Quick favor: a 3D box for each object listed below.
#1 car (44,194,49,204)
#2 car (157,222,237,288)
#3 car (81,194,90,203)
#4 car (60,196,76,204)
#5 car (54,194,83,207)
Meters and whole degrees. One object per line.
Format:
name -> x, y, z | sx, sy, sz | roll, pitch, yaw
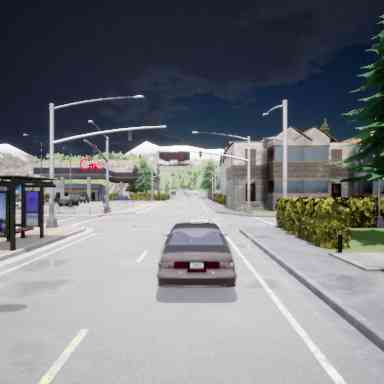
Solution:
car -> -25.847, 1.347, 61.008 | 1.932, 1.855, 4.605 | 0, 0, 0
car -> 0.106, 1.557, 9.357 | 2.033, 1.411, 5.357 | 0, 0, 0
car -> -22.576, 1.334, 68.883 | 1.905, 1.878, 3.866 | 0, 0, 0
car -> -25.902, 1.619, 69.487 | 1.970, 1.475, 3.806 | 0, 0, 0
car -> -18.886, 1.538, 51.011 | 2.007, 1.523, 4.514 | 0, 0, 0
